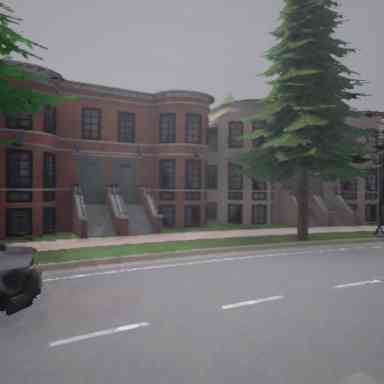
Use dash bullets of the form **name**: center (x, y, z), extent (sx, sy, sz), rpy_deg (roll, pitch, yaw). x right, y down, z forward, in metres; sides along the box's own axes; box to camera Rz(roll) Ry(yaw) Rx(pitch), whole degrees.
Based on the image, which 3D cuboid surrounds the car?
- **car**: center (-4.799, 1.382, 4.735), extent (4.892, 1.490, 1.837), rpy_deg (0, 0, -34)
